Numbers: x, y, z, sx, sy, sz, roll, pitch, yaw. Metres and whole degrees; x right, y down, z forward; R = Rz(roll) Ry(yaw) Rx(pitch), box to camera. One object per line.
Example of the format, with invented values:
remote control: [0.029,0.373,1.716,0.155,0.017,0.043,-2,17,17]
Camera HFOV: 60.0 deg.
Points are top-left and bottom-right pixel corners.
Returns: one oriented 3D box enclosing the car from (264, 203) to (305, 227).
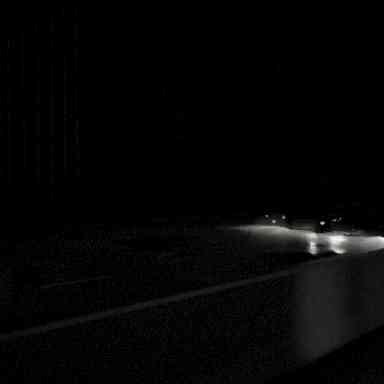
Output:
car: [7.201,1.416,22.025,5.357,1.411,2.033,0,0,-35]

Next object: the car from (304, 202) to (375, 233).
car: [8.821,1.377,18.881,4.892,1.490,1.837,0,0,-35]

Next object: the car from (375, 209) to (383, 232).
car: [11.133,1.434,16.232,4.181,1.385,1.994,0,0,-35]
